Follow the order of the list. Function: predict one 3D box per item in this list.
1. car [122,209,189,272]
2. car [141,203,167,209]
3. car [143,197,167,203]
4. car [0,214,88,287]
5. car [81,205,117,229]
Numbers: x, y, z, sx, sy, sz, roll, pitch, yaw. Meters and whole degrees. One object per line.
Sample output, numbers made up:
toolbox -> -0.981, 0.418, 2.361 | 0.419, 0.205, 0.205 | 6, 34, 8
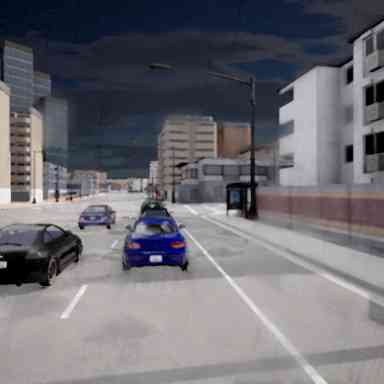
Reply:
car -> -1.163, 1.497, 10.638 | 1.812, 1.442, 4.674 | 0, 0, -6
car -> -1.961, 1.516, 18.084 | 1.994, 1.385, 4.181 | 0, 0, -7
car -> -3.452, 1.275, 30.592 | 2.097, 1.767, 4.553 | 0, 0, -3
car -> -4.407, 1.549, 9.215 | 1.994, 1.385, 4.181 | 0, 0, -6
car -> -5.884, 1.503, 21.037 | 2.033, 1.411, 5.357 | 0, 0, -8
